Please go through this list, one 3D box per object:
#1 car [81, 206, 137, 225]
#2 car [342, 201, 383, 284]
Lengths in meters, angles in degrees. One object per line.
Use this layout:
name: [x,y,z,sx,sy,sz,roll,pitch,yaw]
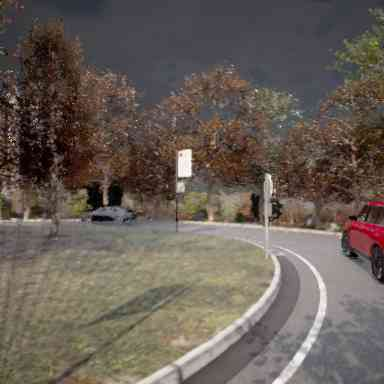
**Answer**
car: [-7.150,1.990,28.613,4.902,1.511,2.128,0,-1,13]
car: [6.040,1.270,9.651,2.150,2.045,5.566,0,0,13]
